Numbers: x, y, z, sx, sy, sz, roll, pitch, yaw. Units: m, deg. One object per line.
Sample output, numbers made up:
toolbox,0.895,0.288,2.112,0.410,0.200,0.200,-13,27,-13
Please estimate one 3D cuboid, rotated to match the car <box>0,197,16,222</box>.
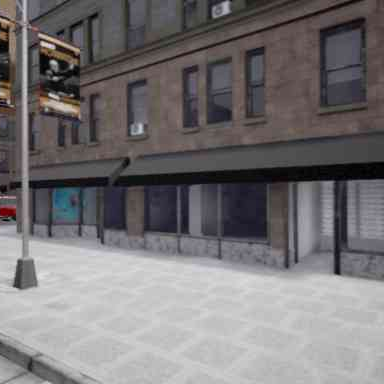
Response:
car,-15.310,1.393,25.559,2.150,2.045,5.566,-1,0,36
